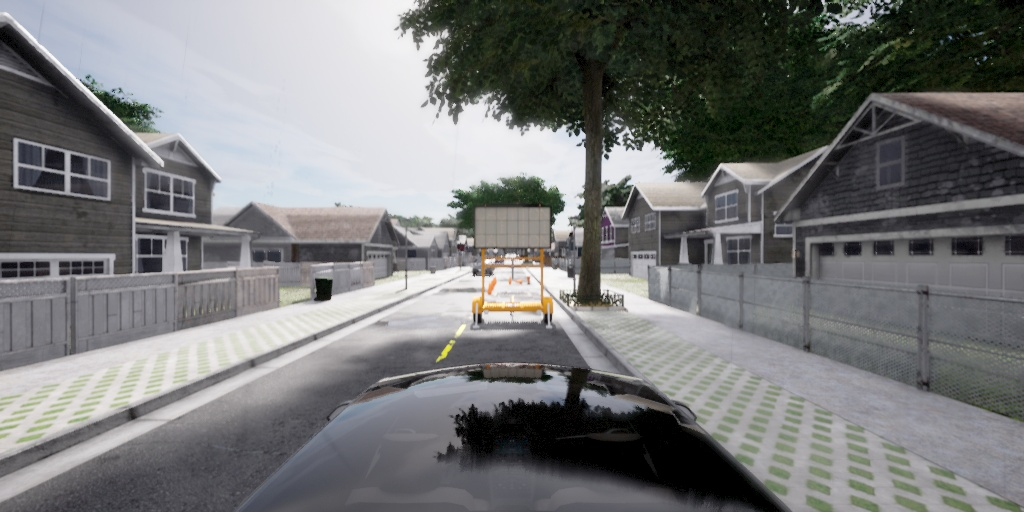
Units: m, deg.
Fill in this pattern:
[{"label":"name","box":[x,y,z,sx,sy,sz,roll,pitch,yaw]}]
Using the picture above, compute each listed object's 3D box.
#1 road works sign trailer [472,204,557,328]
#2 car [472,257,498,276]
[{"label":"road works sign trailer","box":[0.023,0.185,11.246,2.380,3.560,2.880,0,0,0]},{"label":"car","box":[-2.786,1.118,35.061,2.128,1.511,4.902,0,0,0]}]
